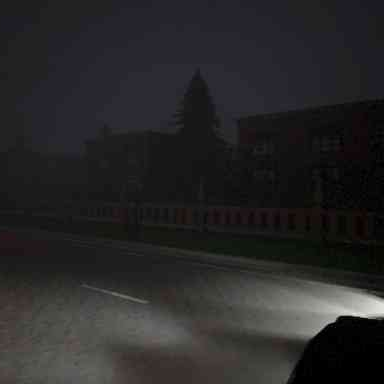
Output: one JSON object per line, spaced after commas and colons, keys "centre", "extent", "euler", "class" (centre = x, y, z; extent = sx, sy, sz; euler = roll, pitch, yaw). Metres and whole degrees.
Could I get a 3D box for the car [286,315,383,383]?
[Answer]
{"centre": [2.956, 1.610, 1.883], "extent": [4.718, 1.301, 1.895], "euler": [0, 0, 35], "class": "car"}
